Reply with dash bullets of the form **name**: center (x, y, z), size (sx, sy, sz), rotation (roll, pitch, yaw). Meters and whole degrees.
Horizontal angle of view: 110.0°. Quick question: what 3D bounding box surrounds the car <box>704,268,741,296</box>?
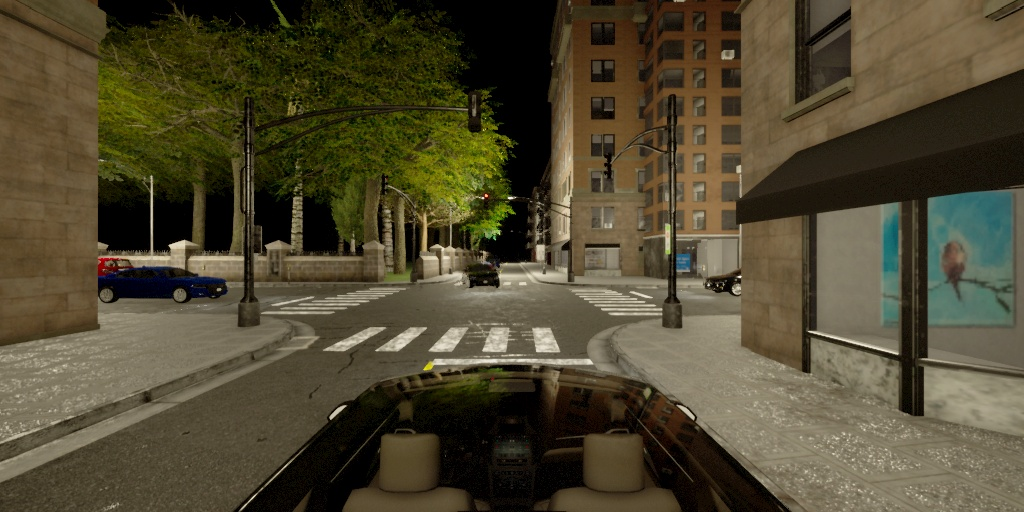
- **car**: center (12.690, 1.272, 18.703), size (4.892, 1.490, 1.837), rotation (0, 0, 1)

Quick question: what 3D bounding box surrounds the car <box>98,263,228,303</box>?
- **car**: center (-15.472, 1.214, 15.881), size (5.008, 1.535, 1.882), rotation (0, 0, 0)

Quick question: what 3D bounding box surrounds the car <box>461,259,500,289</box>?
- **car**: center (-2.168, 1.224, 23.313), size (1.882, 1.535, 5.008), rotation (0, 1, -14)

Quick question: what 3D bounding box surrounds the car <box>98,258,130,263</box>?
- **car**: center (-25.923, 1.037, 21.799), size (5.009, 1.841, 2.192), rotation (0, 0, 1)

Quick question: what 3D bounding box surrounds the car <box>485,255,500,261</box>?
- **car**: center (-3.009, 0.912, 56.754), size (2.150, 2.045, 5.566), rotation (0, 0, 0)
